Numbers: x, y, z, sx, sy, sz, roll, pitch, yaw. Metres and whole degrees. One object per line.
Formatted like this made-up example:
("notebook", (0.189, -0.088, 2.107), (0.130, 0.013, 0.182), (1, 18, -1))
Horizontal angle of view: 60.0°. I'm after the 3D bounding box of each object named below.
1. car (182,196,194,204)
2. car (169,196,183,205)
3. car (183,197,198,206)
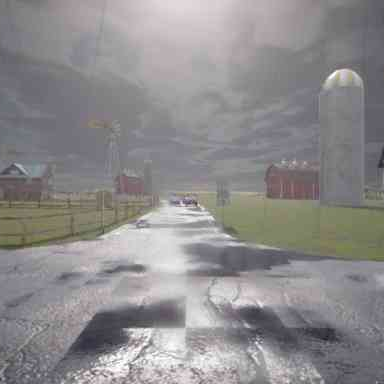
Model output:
("car", (-0.748, 1.589, 64.173), (1.994, 1.385, 4.181), (0, 0, -6))
("car", (-3.019, 1.506, 58.160), (1.882, 1.535, 5.008), (0, 0, -2))
("car", (-0.079, 1.536, 54.043), (1.837, 1.490, 4.892), (0, 0, -2))
